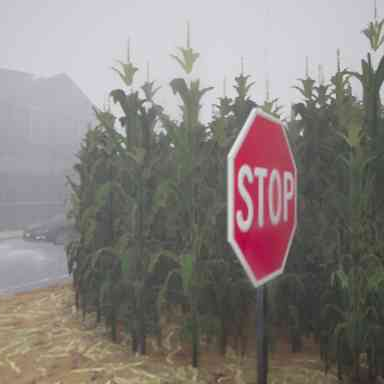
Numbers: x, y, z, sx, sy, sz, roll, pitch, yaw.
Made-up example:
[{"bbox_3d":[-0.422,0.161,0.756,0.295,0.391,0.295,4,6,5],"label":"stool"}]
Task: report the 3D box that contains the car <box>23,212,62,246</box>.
[{"bbox_3d":[-5.263,1.510,15.507,1.837,1.490,4.892,0,0,36],"label":"car"}]
